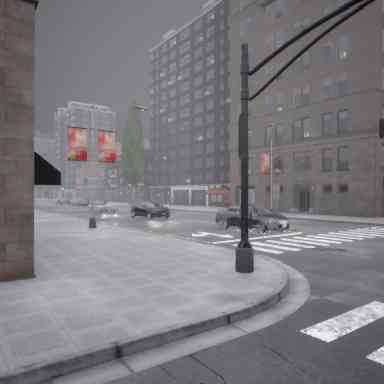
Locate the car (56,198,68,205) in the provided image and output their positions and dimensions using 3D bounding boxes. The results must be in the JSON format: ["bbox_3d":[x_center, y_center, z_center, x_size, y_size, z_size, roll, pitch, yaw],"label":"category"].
[{"bbox_3d":[-25.225,1.803,65.260,2.033,1.411,5.357,0,0,-36],"label":"car"}]

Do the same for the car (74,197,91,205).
[{"bbox_3d":[-21.850,1.760,66.140,1.837,1.490,4.892,0,0,-36],"label":"car"}]

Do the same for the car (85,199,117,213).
[{"bbox_3d":[-10.432,1.741,38.768,1.895,1.301,4.718,0,0,-36],"label":"car"}]

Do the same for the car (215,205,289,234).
[{"bbox_3d":[3.420,1.540,19.647,2.128,1.511,4.902,0,0,-38],"label":"car"}]

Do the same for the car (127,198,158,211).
[{"bbox_3d":[-6.748,1.655,45.112,2.128,1.511,4.902,0,0,-36],"label":"car"}]

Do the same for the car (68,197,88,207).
[{"bbox_3d":[-19.024,1.782,56.636,1.994,1.385,4.181,0,0,-36],"label":"car"}]

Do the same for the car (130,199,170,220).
[{"bbox_3d":[-3.793,1.574,29.506,1.882,1.535,5.008,0,-1,-36],"label":"car"}]
